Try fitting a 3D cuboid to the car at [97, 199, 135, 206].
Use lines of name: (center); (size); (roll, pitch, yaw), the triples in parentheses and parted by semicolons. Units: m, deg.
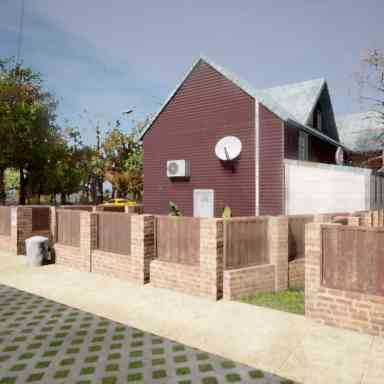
car: (-8.856, 1.581, 38.885); (1.882, 1.535, 5.008); (0, 0, 36)
